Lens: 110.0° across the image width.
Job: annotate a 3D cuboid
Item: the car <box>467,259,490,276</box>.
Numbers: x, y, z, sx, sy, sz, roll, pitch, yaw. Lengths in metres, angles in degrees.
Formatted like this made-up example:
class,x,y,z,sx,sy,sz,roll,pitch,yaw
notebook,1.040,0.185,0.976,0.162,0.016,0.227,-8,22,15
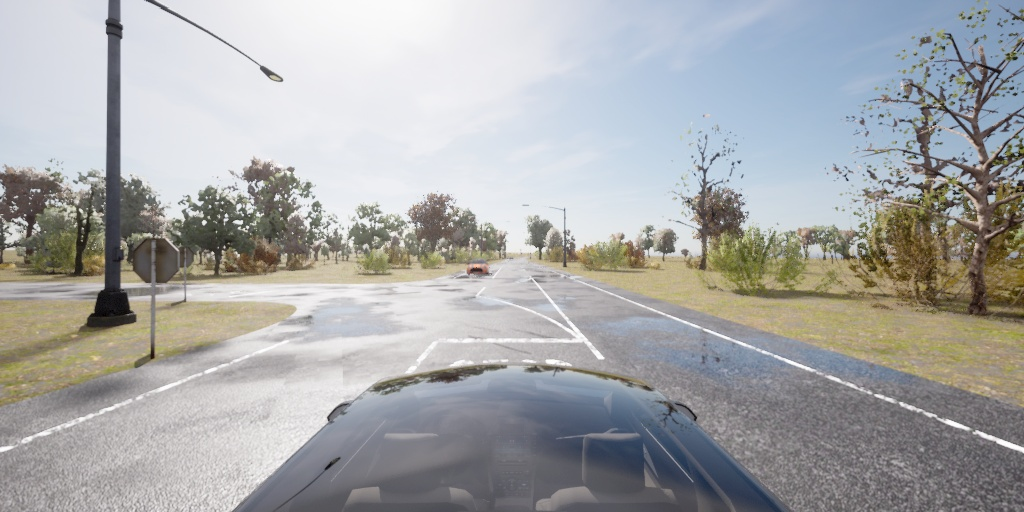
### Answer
class,x,y,z,sx,sy,sz,roll,pitch,yaw
car,-3.489,1.102,37.520,2.097,1.767,4.553,0,0,0
